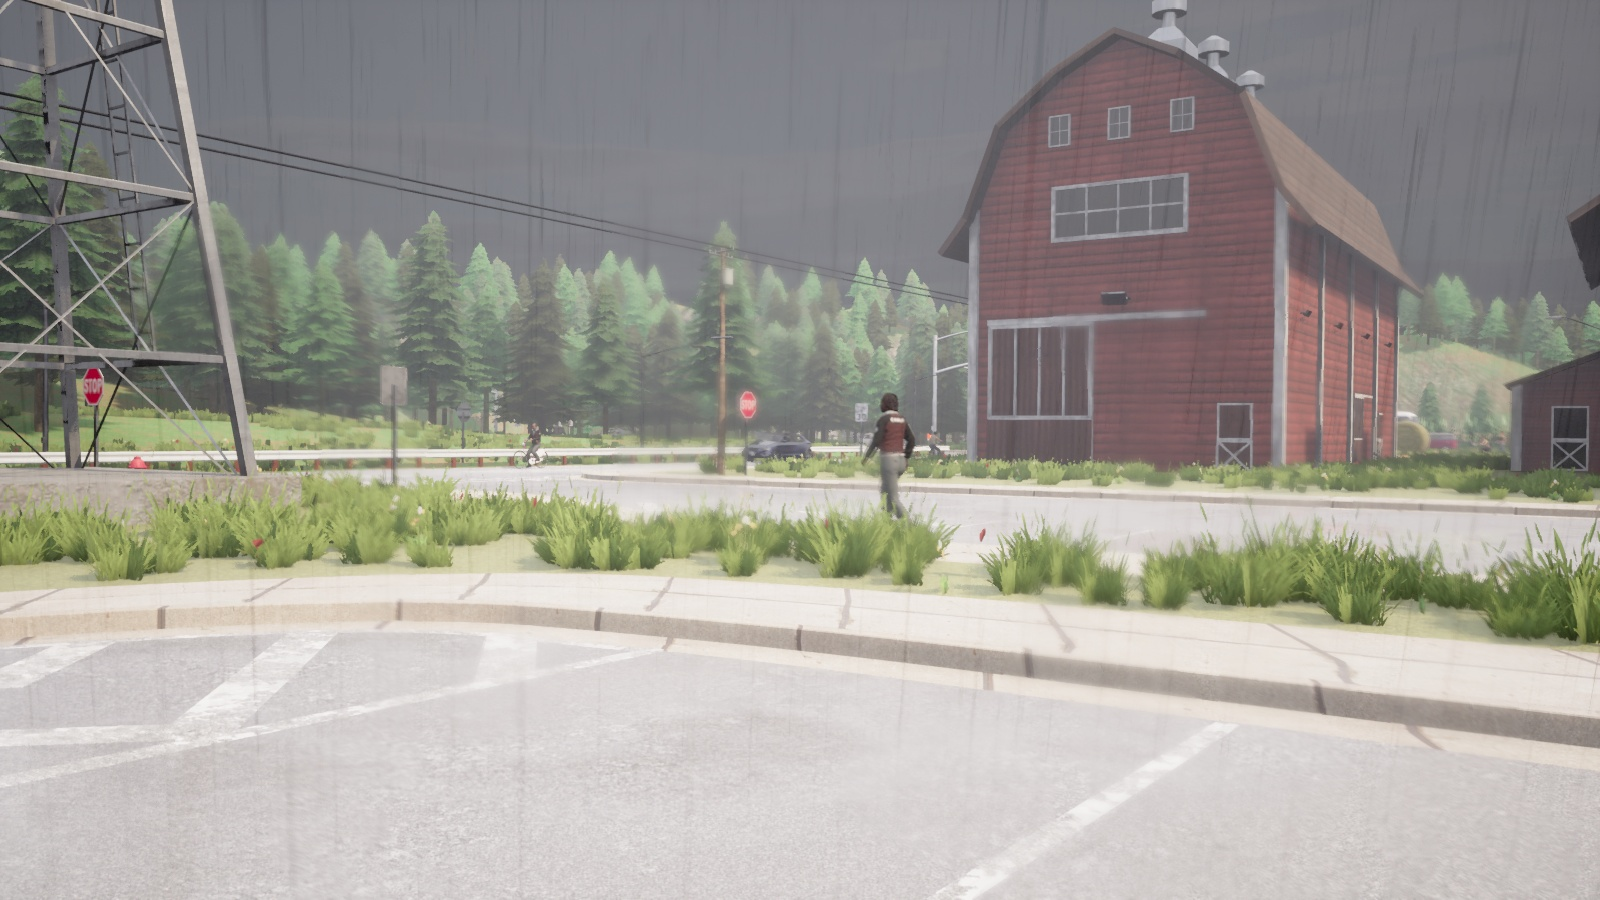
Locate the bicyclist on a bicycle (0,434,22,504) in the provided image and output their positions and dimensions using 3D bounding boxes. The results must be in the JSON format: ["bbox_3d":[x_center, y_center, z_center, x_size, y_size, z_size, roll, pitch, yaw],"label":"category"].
[{"bbox_3d":[-19.058,0.443,29.124,0.866,1.612,1.509,1,1,37],"label":"bicyclist on a bicycle"}]

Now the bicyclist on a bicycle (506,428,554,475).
[{"bbox_3d":[-10.356,0.037,48.266,0.659,1.776,1.843,0,1,34],"label":"bicyclist on a bicycle"}]

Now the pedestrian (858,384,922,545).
[{"bbox_3d":[1.106,0.166,15.406,0.666,1.930,0.402,0,1,42],"label":"pedestrian"}]

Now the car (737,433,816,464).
[{"bbox_3d":[-1.130,-0.089,61.857,1.816,1.474,4.193,0,1,34],"label":"car"}]
